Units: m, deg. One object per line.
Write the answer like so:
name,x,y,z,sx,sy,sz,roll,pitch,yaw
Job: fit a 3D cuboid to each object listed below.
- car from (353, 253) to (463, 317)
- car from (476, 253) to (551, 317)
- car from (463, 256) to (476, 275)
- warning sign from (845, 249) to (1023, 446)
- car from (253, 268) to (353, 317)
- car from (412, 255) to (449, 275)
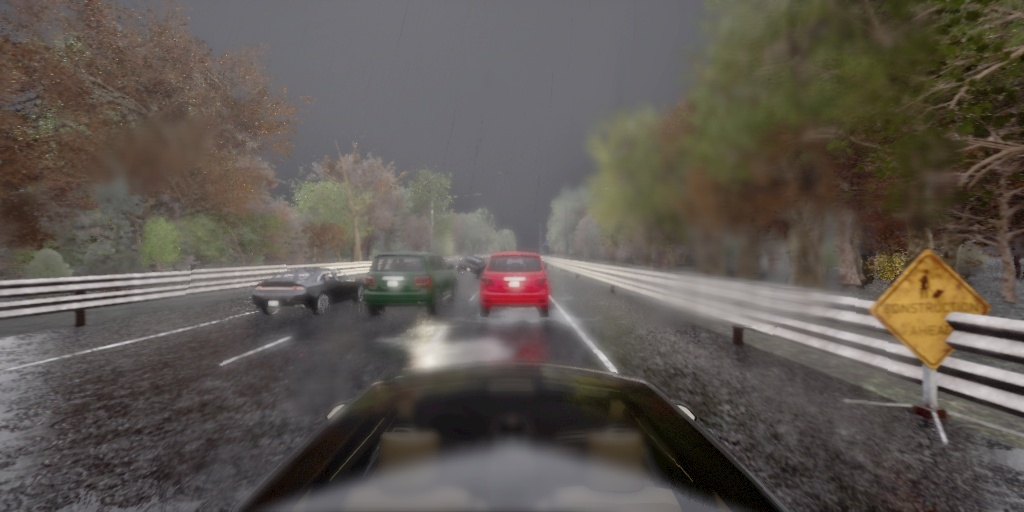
car,-3.356,0.906,12.995,2.150,2.045,5.566,0,0,1
car,0.143,0.908,12.962,2.150,2.045,5.566,0,0,0
car,-2.979,0.858,29.302,1.837,1.490,4.892,20,0,2
warning sign,4.552,0.854,3.894,1.300,1.860,1.060,0,0,0
car,-6.866,1.177,12.831,2.128,1.511,4.902,0,0,1
car,-6.689,0.711,29.882,1.994,1.385,4.181,-4,0,0
